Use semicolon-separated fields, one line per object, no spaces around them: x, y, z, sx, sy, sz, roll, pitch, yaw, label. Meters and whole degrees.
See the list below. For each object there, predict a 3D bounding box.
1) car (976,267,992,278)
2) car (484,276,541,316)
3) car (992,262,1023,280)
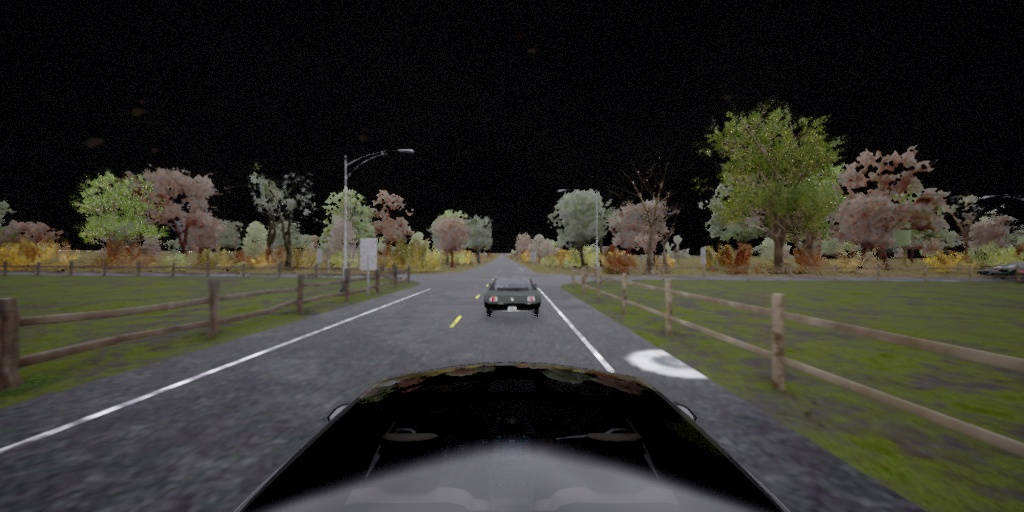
49.699;1.540;35.790;4.892;1.490;1.837;0;-1;4;car
0.035;1.419;13.713;1.895;1.301;4.718;0;0;1;car
48.310;1.359;33.039;4.553;1.767;2.097;0;-1;4;car
